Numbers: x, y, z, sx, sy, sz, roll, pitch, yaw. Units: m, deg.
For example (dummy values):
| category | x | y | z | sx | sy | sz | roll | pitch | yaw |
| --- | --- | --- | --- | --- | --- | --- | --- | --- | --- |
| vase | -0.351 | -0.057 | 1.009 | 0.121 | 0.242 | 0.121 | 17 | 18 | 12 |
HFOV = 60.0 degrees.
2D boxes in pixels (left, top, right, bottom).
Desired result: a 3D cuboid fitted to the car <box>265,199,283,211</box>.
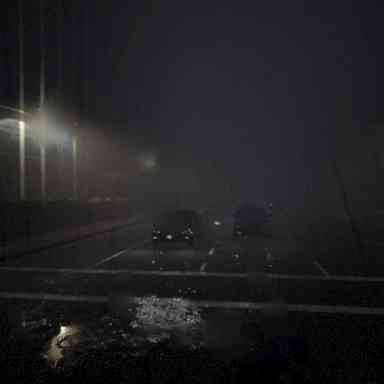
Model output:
| category | x | y | z | sx | sy | sz | roll | pitch | yaw |
| --- | --- | --- | --- | --- | --- | --- | --- | --- | --- |
| car | 10.966 | 1.720 | 43.877 | 1.812 | 1.442 | 4.674 | -1 | 0 | 10 |

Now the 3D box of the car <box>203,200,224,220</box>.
| category | x | y | z | sx | sy | sz | roll | pitch | yaw |
| --- | --- | --- | --- | --- | --- | --- | --- | --- | --- |
| car | 1.708 | 1.734 | 30.817 | 1.812 | 1.442 | 4.674 | -1 | 0 | 9 |

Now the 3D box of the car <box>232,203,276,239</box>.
| category | x | y | z | sx | sy | sz | roll | pitch | yaw |
| --- | --- | --- | --- | --- | --- | --- | --- | --- | --- |
| car | 3.264 | 1.576 | 18.196 | 1.882 | 1.535 | 5.008 | -1 | 0 | 9 |

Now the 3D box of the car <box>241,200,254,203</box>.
| category | x | y | z | sx | sy | sz | roll | pitch | yaw |
| --- | --- | --- | --- | --- | --- | --- | --- | --- | --- |
| car | 5.458 | 1.721 | 32.231 | 2.033 | 1.411 | 5.357 | -1 | 0 | 9 |

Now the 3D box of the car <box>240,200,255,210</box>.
| category | x | y | z | sx | sy | sz | roll | pitch | yaw |
| --- | --- | --- | --- | --- | --- | --- | --- | --- | --- |
| car | 8.156 | 1.872 | 48.891 | 1.994 | 1.385 | 4.181 | -1 | 0 | 9 |

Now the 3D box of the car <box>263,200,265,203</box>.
| category | x | y | z | sx | sy | sz | roll | pitch | yaw |
| --- | --- | --- | --- | --- | --- | --- | --- | --- | --- |
| car | 12.491 | 1.850 | 53.971 | 1.895 | 1.301 | 4.718 | -1 | 0 | 9 |

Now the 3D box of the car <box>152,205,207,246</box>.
| category | x | y | z | sx | sy | sz | roll | pitch | yaw |
| --- | --- | --- | --- | --- | --- | --- | --- | --- | --- |
| car | -0.574 | 1.634 | 16.300 | 1.837 | 1.490 | 4.892 | -1 | 0 | 9 |

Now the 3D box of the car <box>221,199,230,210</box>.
| category | x | y | z | sx | sy | sz | roll | pitch | yaw |
| --- | --- | --- | --- | --- | --- | --- | --- | --- | --- |
| car | 4.697 | 1.821 | 49.431 | 1.882 | 1.535 | 5.008 | -1 | 0 | 9 |
